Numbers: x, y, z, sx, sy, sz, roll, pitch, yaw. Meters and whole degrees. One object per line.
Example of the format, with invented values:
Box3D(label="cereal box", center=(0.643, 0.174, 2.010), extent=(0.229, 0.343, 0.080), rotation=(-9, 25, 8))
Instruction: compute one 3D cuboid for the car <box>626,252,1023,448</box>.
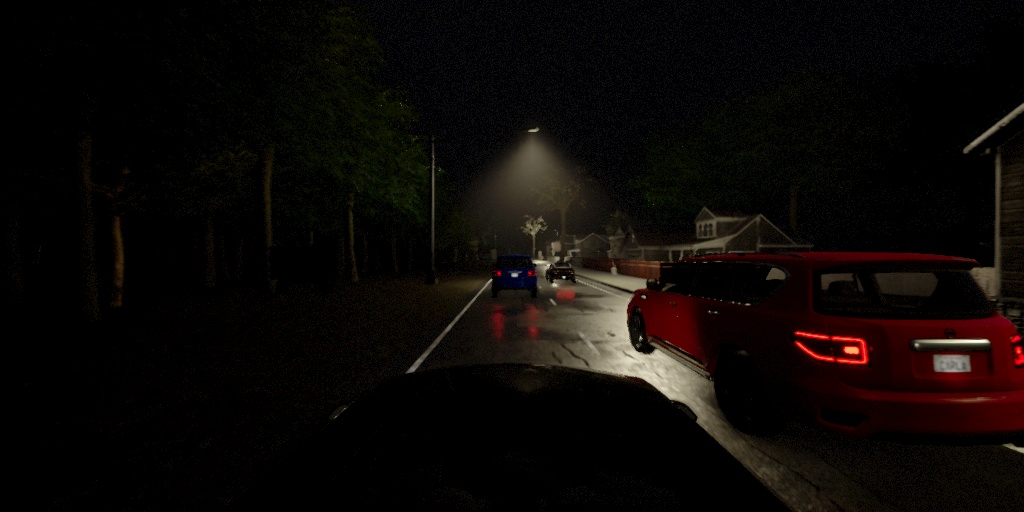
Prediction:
Box3D(label="car", center=(3.607, 0.970, 5.622), extent=(2.150, 2.045, 5.566), rotation=(0, 0, 0))

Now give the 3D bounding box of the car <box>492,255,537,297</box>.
Box3D(label="car", center=(0.122, 0.952, 18.719), extent=(2.150, 2.045, 5.566), rotation=(0, 0, 0))

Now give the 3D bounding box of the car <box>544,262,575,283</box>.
Box3D(label="car", center=(3.634, 1.228, 27.437), extent=(1.837, 1.490, 4.892), rotation=(0, 0, 0))
